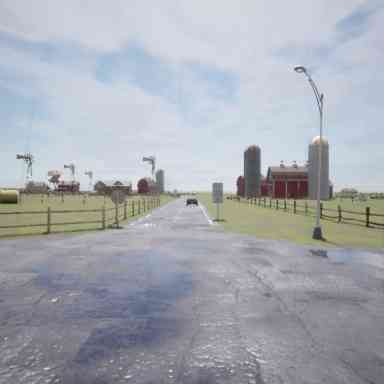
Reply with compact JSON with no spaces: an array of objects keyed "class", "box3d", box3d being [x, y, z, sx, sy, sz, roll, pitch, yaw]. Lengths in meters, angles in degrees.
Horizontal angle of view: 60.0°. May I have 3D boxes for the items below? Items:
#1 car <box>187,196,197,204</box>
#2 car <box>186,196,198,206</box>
[{"class":"car","box3d":[0.032,1.590,67.204,1.994,1.385,4.181,0,0,0]},{"class":"car","box3d":[0.027,1.498,56.782,1.882,1.535,5.008,0,0,0]}]
